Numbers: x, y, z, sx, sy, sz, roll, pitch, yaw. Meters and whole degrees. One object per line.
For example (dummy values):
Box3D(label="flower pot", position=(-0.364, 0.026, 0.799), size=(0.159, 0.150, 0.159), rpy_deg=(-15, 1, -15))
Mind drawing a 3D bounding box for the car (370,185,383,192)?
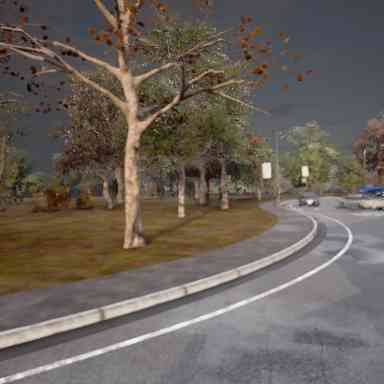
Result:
Box3D(label="car", position=(28.410, 0.027, 47.181), size=(4.892, 1.490, 1.837), rpy_deg=(-1, 0, -12))

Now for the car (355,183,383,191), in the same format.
Box3D(label="car", position=(27.451, -0.290, 50.255), size=(5.566, 2.045, 2.150), rpy_deg=(-2, 1, -13))

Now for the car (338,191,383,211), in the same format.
Box3D(label="car", position=(14.395, 0.876, 28.514), size=(1.895, 1.301, 4.718), rpy_deg=(-2, 1, 0))

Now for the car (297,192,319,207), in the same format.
Box3D(label="car", position=(11.889, 0.724, 34.181), size=(2.128, 1.511, 4.902), rpy_deg=(-2, 1, 15))
